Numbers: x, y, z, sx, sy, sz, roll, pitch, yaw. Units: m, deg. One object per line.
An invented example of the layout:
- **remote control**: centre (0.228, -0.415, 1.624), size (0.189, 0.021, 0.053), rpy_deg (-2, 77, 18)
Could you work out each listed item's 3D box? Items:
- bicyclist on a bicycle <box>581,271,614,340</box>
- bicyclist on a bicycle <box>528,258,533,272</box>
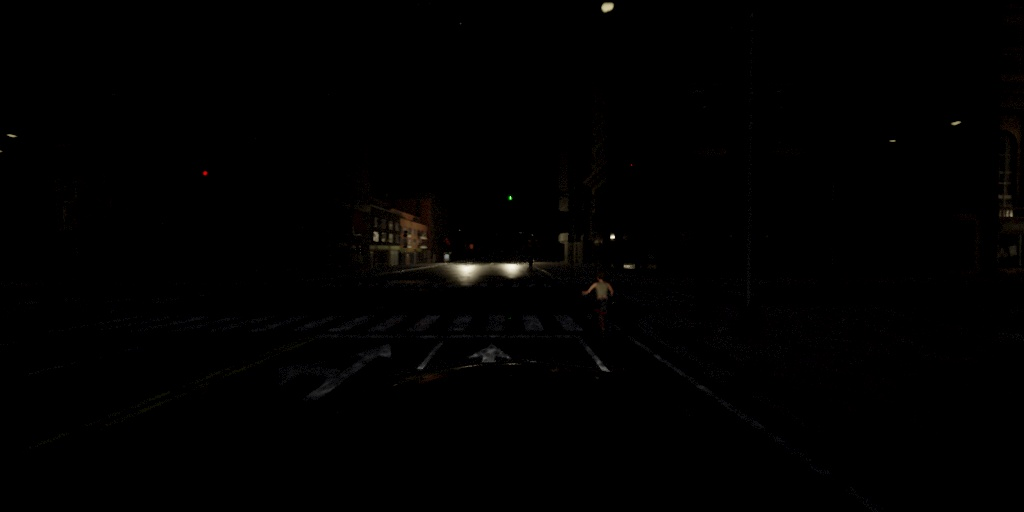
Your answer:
- **bicyclist on a bicycle**: centre (2.175, 1.176, 8.923), size (0.866, 1.612, 1.509), rpy_deg (0, 0, 0)
- **bicyclist on a bicycle**: centre (2.254, 1.079, 43.015), size (0.659, 1.776, 1.843), rpy_deg (0, 0, 0)
